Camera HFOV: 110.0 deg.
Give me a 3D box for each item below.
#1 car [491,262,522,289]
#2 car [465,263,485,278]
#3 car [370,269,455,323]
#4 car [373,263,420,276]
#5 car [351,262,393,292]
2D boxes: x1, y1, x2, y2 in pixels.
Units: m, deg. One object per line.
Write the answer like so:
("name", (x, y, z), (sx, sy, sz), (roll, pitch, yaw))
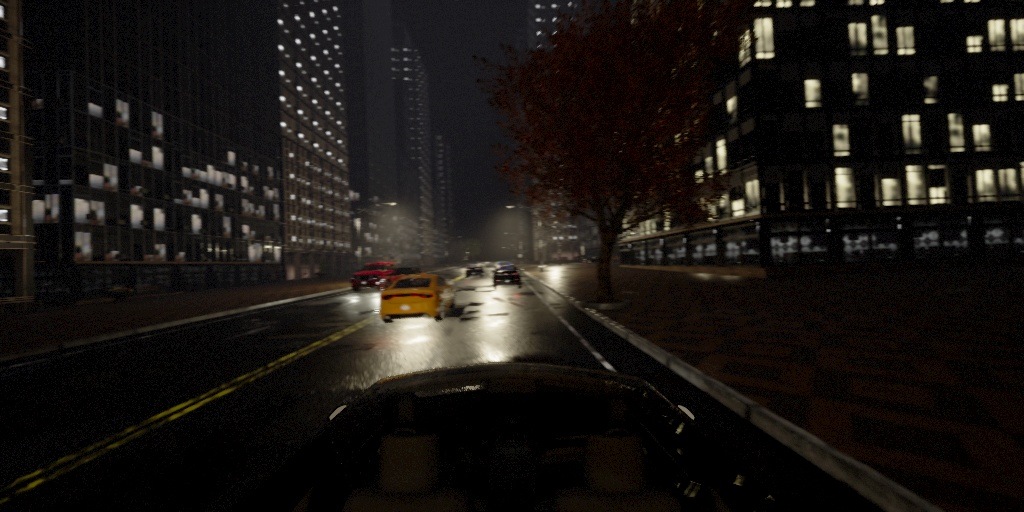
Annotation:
("car", (-0.356, 1.351, 24.408), (2.128, 1.511, 4.902), (-2, 0, -1))
("car", (-3.993, 1.568, 39.031), (2.128, 1.511, 4.902), (-2, 0, -2))
("car", (-3.293, 1.417, 13.287), (1.882, 1.535, 5.008), (-2, 0, -2))
("car", (-7.025, 1.494, 23.489), (2.097, 1.767, 4.553), (-2, 0, -2))
("car", (-10.383, 1.527, 27.675), (2.150, 2.045, 5.566), (-2, -1, -2))
